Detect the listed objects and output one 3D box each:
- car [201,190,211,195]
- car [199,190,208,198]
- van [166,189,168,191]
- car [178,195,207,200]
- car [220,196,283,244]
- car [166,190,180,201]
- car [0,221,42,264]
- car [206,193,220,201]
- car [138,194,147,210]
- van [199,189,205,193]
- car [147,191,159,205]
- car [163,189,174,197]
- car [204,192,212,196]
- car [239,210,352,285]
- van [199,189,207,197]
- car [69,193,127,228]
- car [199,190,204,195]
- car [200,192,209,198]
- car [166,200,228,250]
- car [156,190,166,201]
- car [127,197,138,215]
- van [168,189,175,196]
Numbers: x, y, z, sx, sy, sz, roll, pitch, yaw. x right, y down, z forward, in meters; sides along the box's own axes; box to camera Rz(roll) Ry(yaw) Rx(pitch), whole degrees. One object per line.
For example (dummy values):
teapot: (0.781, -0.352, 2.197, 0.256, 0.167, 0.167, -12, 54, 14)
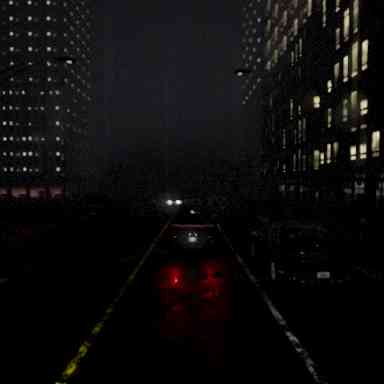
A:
car: (2.667, 0.857, 48.494, 1.752, 1.417, 4.829, -1, 1, 0)
car: (2.660, 0.389, 76.447, 1.967, 1.590, 4.097, -1, 1, 0)
van: (-5.719, 0.521, 59.570, 1.690, 1.788, 3.998, -1, 1, 0)
car: (0.031, 1.215, 27.762, 1.895, 1.301, 4.718, 0, 1, 1)
car: (2.669, 1.111, 14.574, 2.192, 1.841, 5.009, -1, 1, 0)
car: (-3.069, 0.806, 57.735, 1.895, 1.301, 4.718, 0, 1, 1)
car: (-5.706, 1.401, 8.780, 1.752, 1.417, 4.829, -1, 1, 0)
car: (2.671, 1.115, 31.450, 2.008, 1.369, 4.403, -1, 1, 0)
car: (-5.709, 1.146, 31.449, 1.802, 1.307, 4.206, -1, 1, 0)
van: (2.661, 0.522, 59.571, 1.690, 1.788, 3.998, -1, 1, 0)
car: (-5.712, 0.955, 42.698, 1.887, 1.381, 4.507, -1, 1, 0)
car: (-5.724, 0.187, 82.068, 2.192, 1.841, 5.009, -1, 1, 0)
car: (2.669, 1.032, 37.075, 1.887, 1.381, 4.507, -1, 1, 0)
car: (2.675, 1.425, 8.953, 2.008, 1.369, 4.403, -1, 1, 0)
van: (2.657, 0.213, 82.071, 1.690, 1.788, 3.998, -1, 1, 0)
car: (-5.712, 1.034, 20.197, 2.192, 1.841, 5.009, -1, 1, 0)
car: (2.667, 0.823, 53.949, 1.947, 1.339, 4.313, -1, 1, 0)
car: (2.664, 0.608, 70.824, 1.802, 1.307, 4.206, -1, 1, 0)
car: (0.040, 1.305, 13.343, 2.128, 1.511, 4.902, 0, 1, 1)
car: (-5.716, 0.697, 53.946, 1.967, 1.590, 4.097, -1, 1, 0)
car: (-5.709, 1.186, 25.825, 1.887, 1.381, 4.507, -1, 1, 0)
van: (-5.726, 0.059, 93.318, 1.690, 1.788, 3.998, -1, 1, 0)
